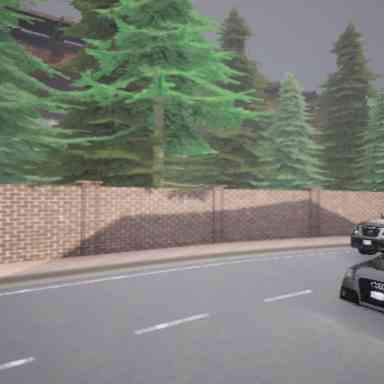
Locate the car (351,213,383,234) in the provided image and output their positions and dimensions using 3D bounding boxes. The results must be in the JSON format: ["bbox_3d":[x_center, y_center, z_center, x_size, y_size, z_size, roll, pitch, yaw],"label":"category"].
[{"bbox_3d":[8.601,1.398,12.240,5.566,2.045,2.150,1,-1,-19],"label":"car"}]

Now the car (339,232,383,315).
[{"bbox_3d":[5.029,1.664,6.759,4.181,1.385,1.994,1,-1,-28],"label":"car"}]
